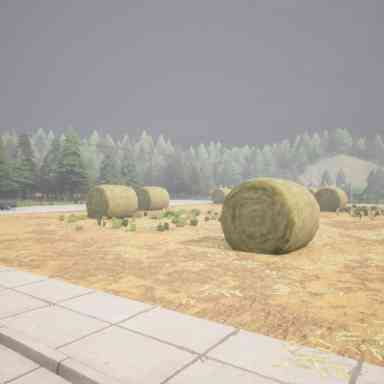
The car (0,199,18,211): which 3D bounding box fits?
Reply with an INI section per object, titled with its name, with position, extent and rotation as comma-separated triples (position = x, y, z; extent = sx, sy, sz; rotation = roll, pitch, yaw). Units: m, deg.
[car]
position = -22.709, 1.470, 37.640
extent = 2.033, 1.411, 5.357
rotation = 0, 0, 37
